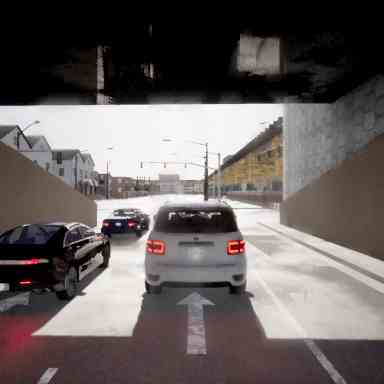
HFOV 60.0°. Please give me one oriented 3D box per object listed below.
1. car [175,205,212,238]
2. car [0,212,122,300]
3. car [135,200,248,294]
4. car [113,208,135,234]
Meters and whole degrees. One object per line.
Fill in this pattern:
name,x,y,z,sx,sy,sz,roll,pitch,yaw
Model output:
car,0.059,1.526,18.475,1.812,1.442,4.674,0,0,0
car,-3.422,1.491,8.387,2.128,1.511,4.902,0,0,0
car,0.083,1.221,8.911,2.150,2.045,5.566,0,0,0
car,-3.421,1.547,17.937,2.033,1.411,5.357,0,0,0
